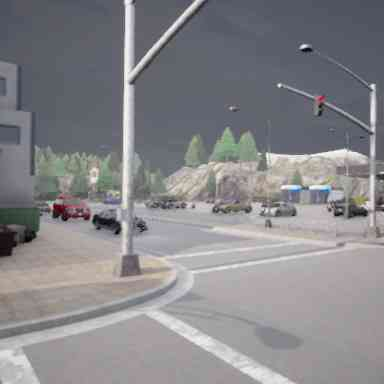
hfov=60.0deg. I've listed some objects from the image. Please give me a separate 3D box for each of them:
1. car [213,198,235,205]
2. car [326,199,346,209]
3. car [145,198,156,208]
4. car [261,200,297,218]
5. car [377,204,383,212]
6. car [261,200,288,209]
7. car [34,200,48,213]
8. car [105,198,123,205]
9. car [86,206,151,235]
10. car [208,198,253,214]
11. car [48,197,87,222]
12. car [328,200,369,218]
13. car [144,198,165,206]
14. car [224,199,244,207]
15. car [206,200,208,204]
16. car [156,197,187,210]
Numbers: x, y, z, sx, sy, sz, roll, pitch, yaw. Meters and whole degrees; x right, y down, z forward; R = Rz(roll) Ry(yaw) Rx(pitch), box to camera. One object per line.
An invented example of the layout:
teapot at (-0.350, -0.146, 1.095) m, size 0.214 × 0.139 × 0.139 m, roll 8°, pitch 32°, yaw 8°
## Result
car at (7.543, 2.205, 78.948) m, size 5.027 × 1.636 × 2.152 m, roll 1°, pitch -1°, yaw -36°
car at (20.711, 1.862, 46.180) m, size 4.605 × 1.855 × 1.932 m, roll 1°, pitch -1°, yaw -36°
car at (-4.732, 1.628, 51.098) m, size 4.605 × 1.855 × 1.932 m, roll 1°, pitch -1°, yaw -36°
car at (8.768, 1.773, 33.564) m, size 3.806 × 1.475 × 1.970 m, roll 1°, pitch -1°, yaw -36°
car at (29.018, 1.945, 48.102) m, size 3.866 × 1.878 × 1.905 m, roll 1°, pitch -1°, yaw -36°
car at (14.019, 2.072, 56.711) m, size 4.514 × 1.523 × 2.007 m, roll 1°, pitch -1°, yaw -36°
car at (-18.892, 1.781, 41.134) m, size 2.128 × 1.511 × 4.902 m, roll 1°, pitch -1°, yaw -35°
car at (-15.466, 1.906, 66.269) m, size 3.633 × 1.501 × 1.845 m, roll 1°, pitch -1°, yaw -36°
car at (-4.777, 1.835, 21.410) m, size 2.033 × 1.411 × 5.357 m, roll 1°, pitch -1°, yaw -36°
car at (4.762, 1.690, 38.587) m, size 5.027 × 1.636 × 2.152 m, roll 1°, pitch -1°, yaw -36°
car at (-10.908, 1.509, 29.957) m, size 2.150 × 2.045 × 5.566 m, roll 1°, pitch 0°, yaw -36°
car at (16.629, 1.931, 34.701) m, size 4.514 × 1.523 × 2.007 m, roll 1°, pitch -1°, yaw -36°
car at (-7.702, 2.014, 68.177) m, size 3.806 × 1.475 × 1.970 m, roll 1°, pitch -1°, yaw -36°
car at (8.223, 2.094, 64.851) m, size 3.633 × 1.501 × 1.845 m, roll 1°, pitch -1°, yaw -36°
car at (5.670, 2.214, 81.465) m, size 4.514 × 1.523 × 2.007 m, roll 1°, pitch -1°, yaw -36°
car at (-2.702, 1.613, 48.979) m, size 3.866 × 1.878 × 1.905 m, roll 1°, pitch -1°, yaw -36°
